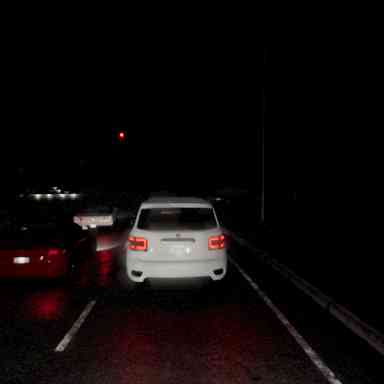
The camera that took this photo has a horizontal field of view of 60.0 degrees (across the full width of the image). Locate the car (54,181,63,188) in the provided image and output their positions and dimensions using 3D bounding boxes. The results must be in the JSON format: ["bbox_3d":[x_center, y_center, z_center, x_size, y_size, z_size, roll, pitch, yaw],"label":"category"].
[{"bbox_3d":[-32.452,-1.936,80.800,1.882,1.535,5.008,-1,3,-25],"label":"car"}]

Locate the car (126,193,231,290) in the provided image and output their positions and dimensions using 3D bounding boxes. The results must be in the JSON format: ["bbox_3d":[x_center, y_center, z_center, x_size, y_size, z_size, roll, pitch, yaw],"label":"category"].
[{"bbox_3d":[-0.475,1.131,9.079,2.150,2.045,5.566,0,1,-4],"label":"car"}]

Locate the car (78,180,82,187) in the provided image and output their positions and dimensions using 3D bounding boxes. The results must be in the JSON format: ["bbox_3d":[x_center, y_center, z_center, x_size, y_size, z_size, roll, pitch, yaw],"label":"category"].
[{"bbox_3d":[-28.905,-2.222,81.458,2.150,2.045,5.566,-1,3,-25],"label":"car"}]

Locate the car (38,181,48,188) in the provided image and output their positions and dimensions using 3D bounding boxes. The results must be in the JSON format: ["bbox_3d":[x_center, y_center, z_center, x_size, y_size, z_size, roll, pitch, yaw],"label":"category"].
[{"bbox_3d":[-35.685,-1.822,79.456,2.033,1.411,5.357,-1,3,-25],"label":"car"}]

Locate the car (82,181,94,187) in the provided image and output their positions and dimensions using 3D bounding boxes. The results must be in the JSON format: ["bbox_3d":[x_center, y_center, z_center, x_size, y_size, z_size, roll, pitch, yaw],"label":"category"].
[{"bbox_3d":[-25.717,-1.980,82.917,2.033,1.411,5.357,-1,3,-25],"label":"car"}]

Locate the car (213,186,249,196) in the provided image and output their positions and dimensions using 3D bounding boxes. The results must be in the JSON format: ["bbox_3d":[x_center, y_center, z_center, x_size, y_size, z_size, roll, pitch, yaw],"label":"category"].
[{"bbox_3d":[5.261,0.003,44.997,5.008,1.535,1.882,0,3,-22],"label":"car"}]

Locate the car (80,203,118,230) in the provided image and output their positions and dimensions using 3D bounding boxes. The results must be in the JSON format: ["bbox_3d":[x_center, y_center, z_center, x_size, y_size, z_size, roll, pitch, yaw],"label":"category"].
[{"bbox_3d":[-5.113,1.268,18.225,1.895,1.301,4.718,0,2,-9],"label":"car"}]

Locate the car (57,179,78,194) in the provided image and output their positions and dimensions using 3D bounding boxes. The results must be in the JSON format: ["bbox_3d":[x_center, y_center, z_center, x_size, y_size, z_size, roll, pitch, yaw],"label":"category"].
[{"bbox_3d":[-20.064,-0.866,53.576,2.150,2.045,5.566,-1,4,-22],"label":"car"}]

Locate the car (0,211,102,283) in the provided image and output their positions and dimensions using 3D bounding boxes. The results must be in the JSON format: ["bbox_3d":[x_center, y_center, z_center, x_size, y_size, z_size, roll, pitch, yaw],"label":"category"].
[{"bbox_3d":[-4.035,1.474,9.505,1.994,1.385,4.181,0,1,-5],"label":"car"}]

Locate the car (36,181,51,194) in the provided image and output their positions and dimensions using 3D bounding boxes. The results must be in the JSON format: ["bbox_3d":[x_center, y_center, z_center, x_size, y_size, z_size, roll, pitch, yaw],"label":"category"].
[{"bbox_3d":[-23.206,-0.527,52.037,1.882,1.535,5.008,-1,4,-23],"label":"car"}]

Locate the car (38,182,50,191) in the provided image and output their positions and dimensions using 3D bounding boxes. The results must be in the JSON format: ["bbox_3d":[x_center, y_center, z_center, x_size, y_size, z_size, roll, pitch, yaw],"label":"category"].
[{"bbox_3d":[-29.055,-1.125,65.185,2.033,1.411,5.357,-1,3,-25],"label":"car"}]

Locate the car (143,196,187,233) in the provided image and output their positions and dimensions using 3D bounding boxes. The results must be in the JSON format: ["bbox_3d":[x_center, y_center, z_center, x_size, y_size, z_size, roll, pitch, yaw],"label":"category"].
[{"bbox_3d":[-1.663,1.136,18.675,2.128,1.511,4.902,0,2,-9],"label":"car"}]

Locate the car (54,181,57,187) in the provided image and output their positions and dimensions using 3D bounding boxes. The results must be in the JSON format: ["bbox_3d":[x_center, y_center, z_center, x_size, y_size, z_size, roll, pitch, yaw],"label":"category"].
[{"bbox_3d":[-25.831,-1.180,66.551,1.994,1.385,4.181,-1,3,-25],"label":"car"}]
